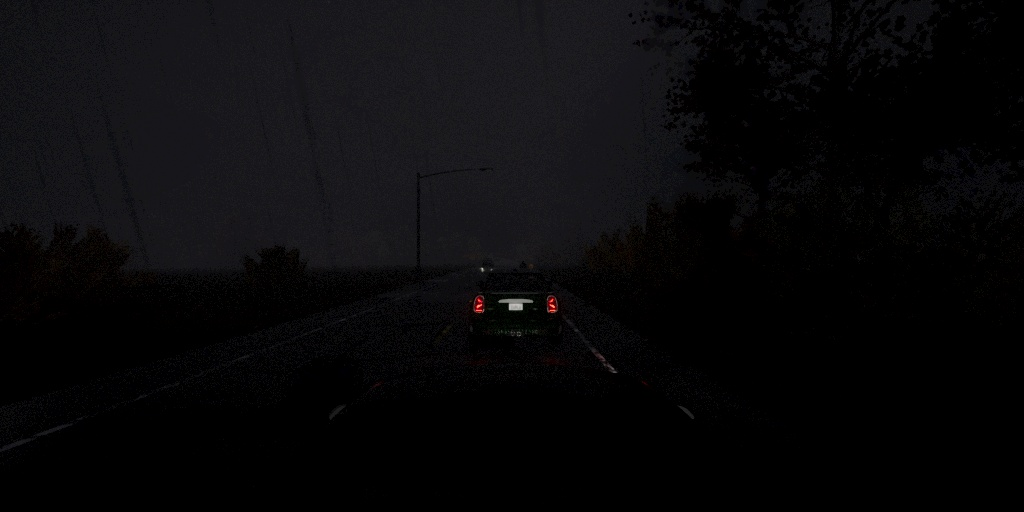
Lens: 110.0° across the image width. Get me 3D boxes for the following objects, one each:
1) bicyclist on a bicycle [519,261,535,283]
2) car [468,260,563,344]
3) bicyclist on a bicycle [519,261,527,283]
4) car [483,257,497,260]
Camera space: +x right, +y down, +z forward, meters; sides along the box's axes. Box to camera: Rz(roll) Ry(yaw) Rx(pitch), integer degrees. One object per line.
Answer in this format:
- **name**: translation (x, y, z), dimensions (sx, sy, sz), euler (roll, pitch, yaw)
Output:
- **bicyclist on a bicycle**: translation (0.903, 1.181, 17.107), dimensions (0.866, 1.612, 1.509), euler (0, 0, 0)
- **car**: translation (0.072, 1.099, 9.763), dimensions (2.097, 1.767, 4.553), euler (0, 0, 0)
- **bicyclist on a bicycle**: translation (0.840, 1.193, 27.224), dimensions (0.582, 1.620, 1.656), euler (0, 0, 0)
- **car**: translation (-4.056, 1.086, 59.987), dimensions (2.097, 1.767, 4.553), euler (0, 0, -1)
